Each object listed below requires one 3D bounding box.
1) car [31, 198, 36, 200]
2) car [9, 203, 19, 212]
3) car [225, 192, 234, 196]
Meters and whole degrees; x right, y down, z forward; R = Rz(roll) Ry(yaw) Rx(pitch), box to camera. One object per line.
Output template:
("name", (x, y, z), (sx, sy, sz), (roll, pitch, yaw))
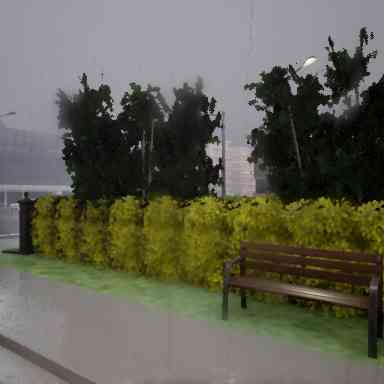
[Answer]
("car", (-15.821, 1.515, 36.061), (1.994, 1.385, 4.181), (0, 0, 35))
("car", (-18.543, 1.477, 38.297), (1.812, 1.442, 4.674), (0, 0, 33))
("car", (8.249, 0.677, 76.252), (1.812, 1.442, 4.674), (0, 0, 35))
